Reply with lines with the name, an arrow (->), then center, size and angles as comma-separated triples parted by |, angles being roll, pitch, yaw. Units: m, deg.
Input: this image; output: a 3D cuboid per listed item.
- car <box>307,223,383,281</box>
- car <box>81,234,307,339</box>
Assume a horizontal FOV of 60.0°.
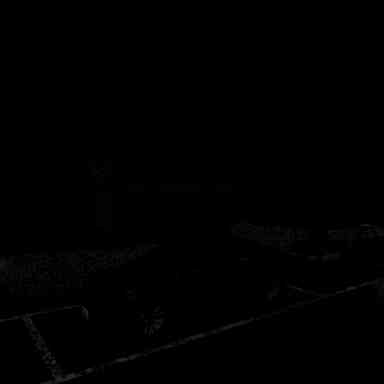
car -> 4.552, 1.582, 9.781 | 4.206, 1.307, 1.802 | 0, 0, -35
car -> 0.072, 1.566, 6.588 | 4.313, 1.339, 1.947 | 0, 0, -35
